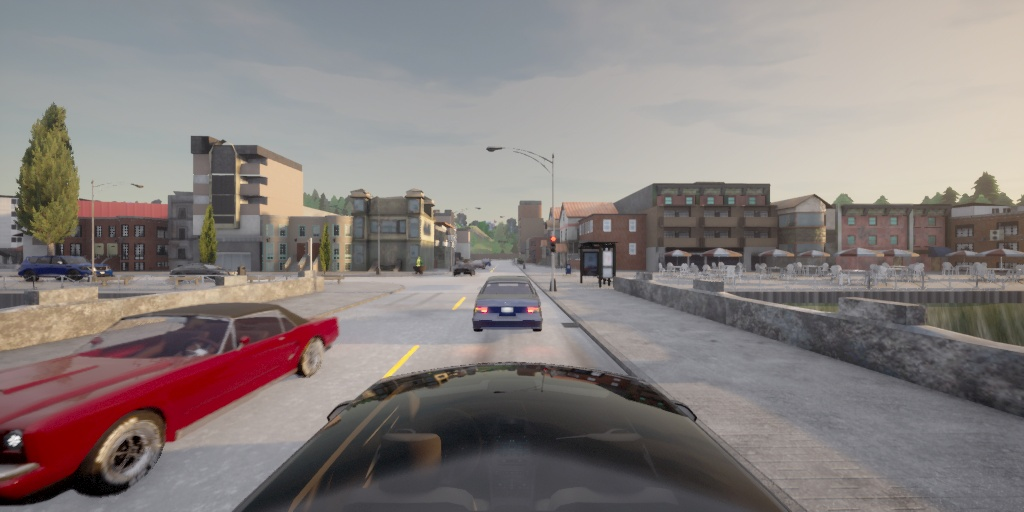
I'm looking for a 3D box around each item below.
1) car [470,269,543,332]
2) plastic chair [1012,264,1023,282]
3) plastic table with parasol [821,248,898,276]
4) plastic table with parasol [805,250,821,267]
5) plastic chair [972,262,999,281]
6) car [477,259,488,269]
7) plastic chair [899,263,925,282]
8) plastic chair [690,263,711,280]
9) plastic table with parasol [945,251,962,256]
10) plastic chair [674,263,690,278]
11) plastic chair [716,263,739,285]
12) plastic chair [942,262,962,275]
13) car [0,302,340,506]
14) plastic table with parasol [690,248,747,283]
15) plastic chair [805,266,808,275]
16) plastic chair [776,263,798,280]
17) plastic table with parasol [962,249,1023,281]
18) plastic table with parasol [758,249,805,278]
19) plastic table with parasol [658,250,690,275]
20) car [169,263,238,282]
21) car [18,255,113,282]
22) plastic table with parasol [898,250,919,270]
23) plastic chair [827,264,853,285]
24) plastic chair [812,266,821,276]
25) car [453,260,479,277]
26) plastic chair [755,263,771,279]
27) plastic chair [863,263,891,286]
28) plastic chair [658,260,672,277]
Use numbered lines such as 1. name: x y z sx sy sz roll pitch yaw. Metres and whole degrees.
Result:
1. car: -0.119 1.297 10.834 2.033 1.411 5.357 0 0 0
2. plastic chair: 37.384 1.279 26.058 0.750 1.272 0.730 0 0 -1
3. plastic table with parasol: 23.410 0.675 24.287 2.482 2.480 2.482 0 0 -1
4. plastic table with parasol: 29.666 0.675 35.307 2.482 2.480 2.482 0 0 -1
5. plastic chair: 36.224 1.279 27.438 0.730 1.272 0.750 0 0 -1
6. car: -4.938 1.276 52.451 1.812 1.442 4.674 0 1 1
7. plastic chair: 30.069 1.279 26.942 0.750 1.272 0.730 0 0 -1
8. plastic chair: 13.487 1.279 25.680 0.730 1.272 0.750 0 0 -1
9. plastic table with parasol: 46.118 0.675 36.578 2.482 2.480 2.482 0 0 -1
10. plastic chair: 15.285 1.279 32.109 0.750 1.272 0.730 0 0 -1
11. plastic chair: 14.609 1.279 24.297 0.750 1.272 0.730 0 0 -1
12. plastic chair: 44.916 1.279 36.679 0.730 1.272 0.750 0 0 -1
13. car: -4.178 1.351 4.594 1.895 1.301 4.718 0 0 -1
14. plastic table with parasol: 14.759 0.675 25.560 2.482 2.480 2.482 0 0 -1
15. plastic chair: 28.236 1.279 35.315 0.730 1.272 0.750 0 0 -1
16. plastic chair: 22.333 1.279 29.120 0.750 1.272 0.730 0 0 -1
17. plastic table with parasol: 37.353 0.675 27.368 2.482 2.480 2.482 0 0 -1
18. plastic table with parasol: 22.412 0.675 30.472 2.482 2.480 2.482 0 0 -1
19. plastic table with parasol: 15.385 0.675 33.391 2.482 2.480 2.482 0 0 -1
20. car: -24.344 1.276 28.442 4.674 1.442 1.812 0 0 -1
21. car: -35.075 0.971 28.255 5.566 2.045 2.150 0 0 -1
22. plastic table with parasol: 30.058 0.675 28.222 2.482 2.480 2.482 0 0 -1
23. plastic chair: 22.209 1.279 24.318 0.730 1.272 0.750 0 0 -1
24. plastic chair: 29.358 1.279 33.932 0.750 1.272 0.730 0 0 -1
25. car: -4.672 1.351 35.457 1.895 1.301 4.718 0 0 -1
26. plastic chair: 21.211 1.279 30.503 0.730 1.272 0.750 0 0 -1
27. plastic chair: 23.331 1.279 22.935 0.750 1.272 0.730 0 0 -1
28. plastic chair: 14.163 1.279 33.491 0.730 1.272 0.750 0 0 -1
